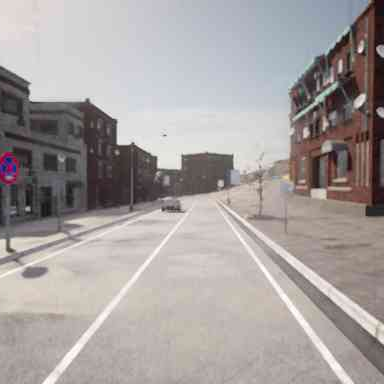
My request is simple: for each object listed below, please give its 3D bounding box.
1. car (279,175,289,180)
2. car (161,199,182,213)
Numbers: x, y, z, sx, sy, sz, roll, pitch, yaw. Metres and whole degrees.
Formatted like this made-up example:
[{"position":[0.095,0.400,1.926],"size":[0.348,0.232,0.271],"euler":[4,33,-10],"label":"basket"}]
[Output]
[{"position":[26.183,-3.912,90.665],"size":[2.097,1.535,5.008],"euler":[0,1,-1],"label":"car"},{"position":[-2.107,1.446,35.532],"size":[1.994,1.385,4.181],"euler":[0,0,2],"label":"car"}]
